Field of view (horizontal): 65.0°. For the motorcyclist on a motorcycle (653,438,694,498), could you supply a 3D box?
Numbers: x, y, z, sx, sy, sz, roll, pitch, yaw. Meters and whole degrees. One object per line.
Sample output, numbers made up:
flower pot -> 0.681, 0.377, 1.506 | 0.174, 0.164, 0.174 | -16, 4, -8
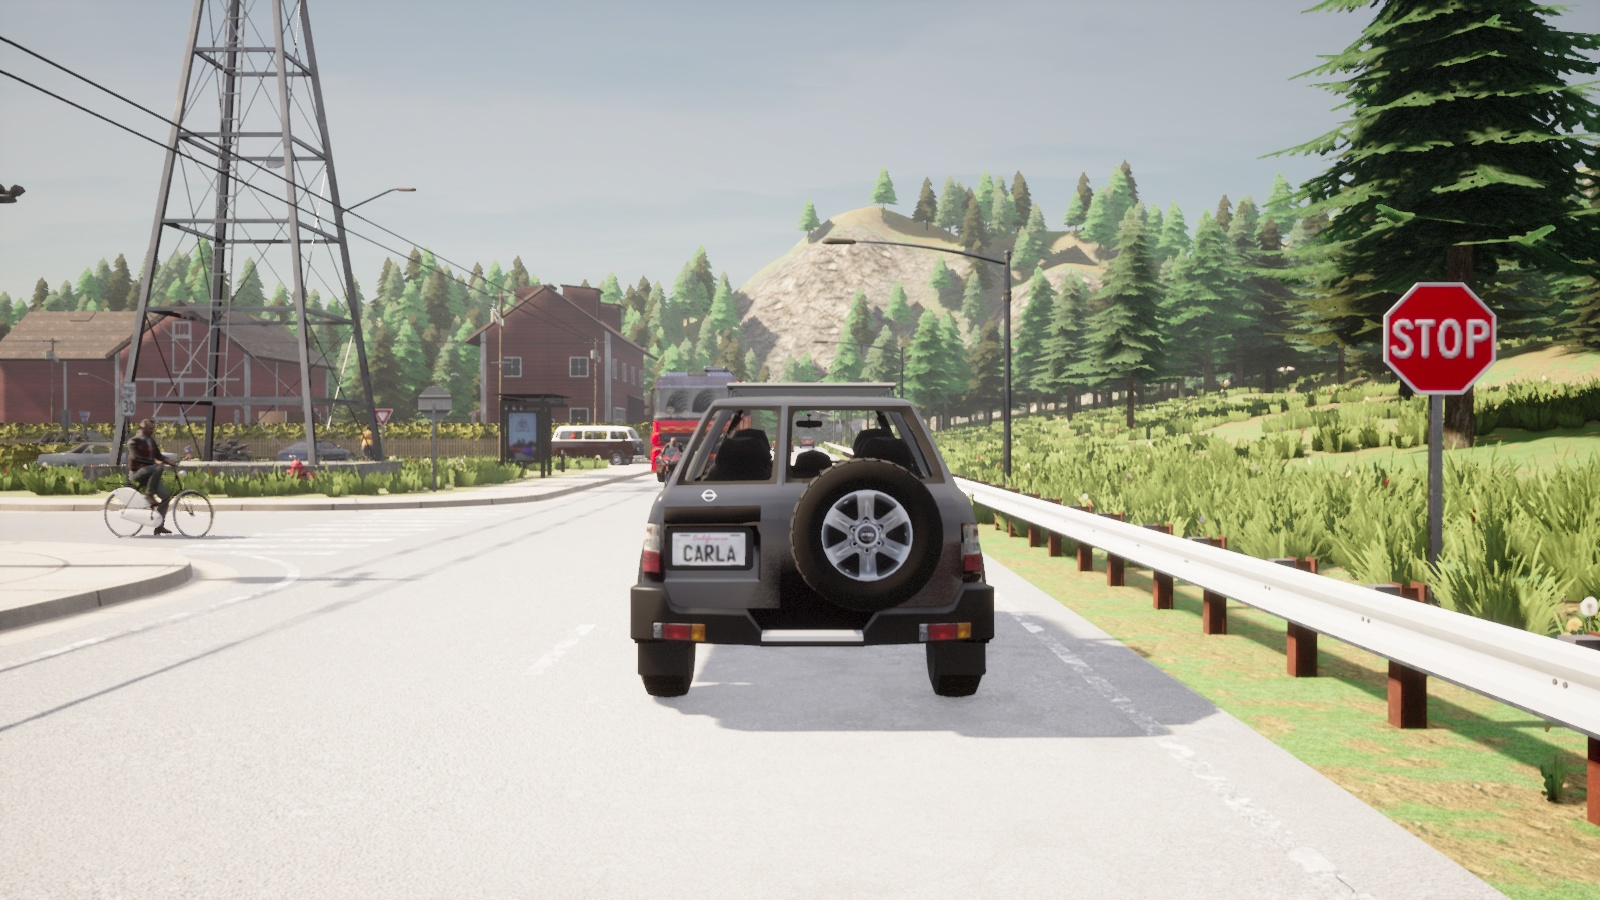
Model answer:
motorcyclist on a motorcycle -> -3.301, 0.440, 32.941 | 0.866, 1.530, 2.191 | 0, 1, 0

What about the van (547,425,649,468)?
van -> -9.850, -0.165, 61.433 | 4.480, 2.038, 2.069 | 0, 0, 7

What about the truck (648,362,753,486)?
truck -> -3.243, -0.866, 43.211 | 2.891, 3.827, 8.468 | 0, 1, 0

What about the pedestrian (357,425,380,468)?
pedestrian -> -18.580, -0.165, 54.108 | 0.874, 1.855, 0.900 | 0, 1, -14

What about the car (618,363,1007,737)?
car -> 0.065, 0.475, 8.544 | 1.932, 1.855, 4.605 | 0, 1, 0

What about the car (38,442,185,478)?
car -> -25.806, 0.343, 47.133 | 4.718, 1.301, 1.895 | 0, 1, -33

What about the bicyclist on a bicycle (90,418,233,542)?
bicyclist on a bicycle -> -9.361, 0.420, 18.425 | 1.843, 1.776, 0.659 | 0, 1, 11

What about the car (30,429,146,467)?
car -> -34.980, -0.098, 61.737 | 4.605, 1.855, 1.932 | 0, 1, 0

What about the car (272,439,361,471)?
car -> -22.059, 0.203, 57.480 | 1.994, 1.385, 4.181 | 0, 1, 9

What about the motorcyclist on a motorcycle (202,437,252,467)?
motorcyclist on a motorcycle -> -29.751, 0.089, 65.238 | 2.191, 1.530, 0.866 | 0, 1, 0
